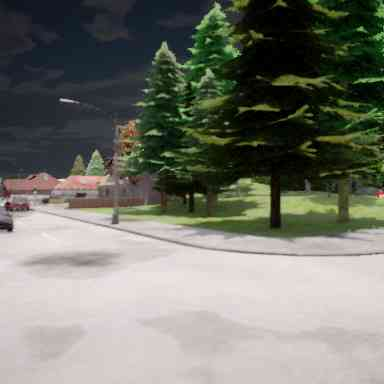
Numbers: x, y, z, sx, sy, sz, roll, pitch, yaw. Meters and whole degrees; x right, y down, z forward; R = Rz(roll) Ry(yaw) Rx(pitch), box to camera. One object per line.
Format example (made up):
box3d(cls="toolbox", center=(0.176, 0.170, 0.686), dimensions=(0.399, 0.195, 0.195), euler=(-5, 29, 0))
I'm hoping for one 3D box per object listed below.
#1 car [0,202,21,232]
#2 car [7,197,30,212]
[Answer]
box3d(cls="car", center=(-11.838, 1.551, 19.697), dimensions=(2.033, 1.411, 5.357), euler=(0, 0, -35))
box3d(cls="car", center=(-20.583, 1.363, 39.227), dimensions=(2.097, 1.767, 4.553), euler=(0, 0, -35))
